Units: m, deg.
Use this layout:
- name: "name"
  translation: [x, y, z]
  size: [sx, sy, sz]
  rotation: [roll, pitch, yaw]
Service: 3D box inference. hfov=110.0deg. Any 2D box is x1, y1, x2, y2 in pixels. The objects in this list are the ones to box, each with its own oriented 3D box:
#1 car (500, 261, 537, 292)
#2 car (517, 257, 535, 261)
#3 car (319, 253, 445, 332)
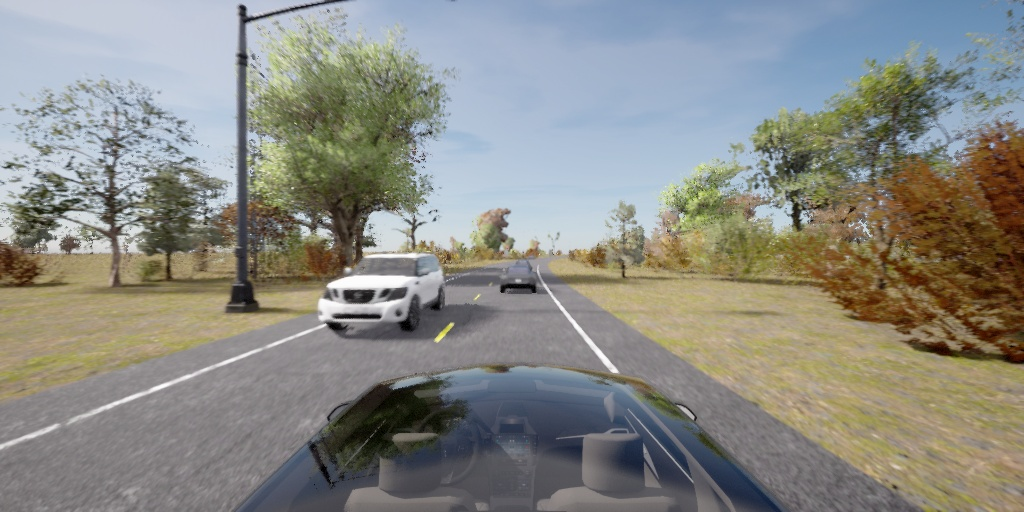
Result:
- name: "car"
  translation: [0.374, 1.191, 20.128]
  size: [1.994, 1.385, 4.181]
  rotation: [0, 0, 2]
- name: "car"
  translation: [1.120, 1.069, 37.658]
  size: [1.994, 1.385, 4.181]
  rotation: [0, 0, 3]
- name: "car"
  translation: [-3.530, 0.903, 10.990]
  size: [2.150, 2.045, 5.566]
  rotation: [0, 0, 1]
